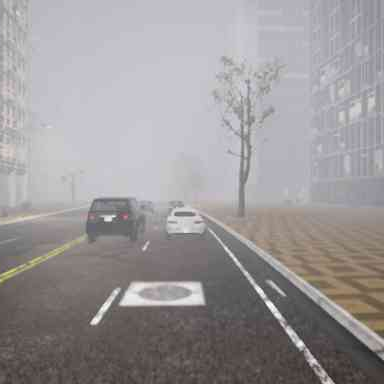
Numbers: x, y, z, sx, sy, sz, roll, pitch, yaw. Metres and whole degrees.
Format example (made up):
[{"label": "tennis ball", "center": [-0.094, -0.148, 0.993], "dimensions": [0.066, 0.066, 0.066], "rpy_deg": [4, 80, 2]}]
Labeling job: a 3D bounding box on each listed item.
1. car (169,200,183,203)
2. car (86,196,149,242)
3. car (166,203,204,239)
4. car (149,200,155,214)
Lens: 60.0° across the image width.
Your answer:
[{"label": "car", "center": [-1.694, 1.565, 35.338], "dimensions": [2.033, 1.411, 5.357], "rpy_deg": [0, 0, -6]}, {"label": "car", "center": [-3.592, 1.230, 16.459], "dimensions": [2.150, 2.045, 5.566], "rpy_deg": [0, 0, -3]}, {"label": "car", "center": [-0.386, 1.530, 17.321], "dimensions": [1.812, 1.442, 4.674], "rpy_deg": [0, 0, -3]}, {"label": "car", "center": [-5.042, 1.570, 36.174], "dimensions": [2.033, 1.411, 5.357], "rpy_deg": [0, 0, -6]}]
